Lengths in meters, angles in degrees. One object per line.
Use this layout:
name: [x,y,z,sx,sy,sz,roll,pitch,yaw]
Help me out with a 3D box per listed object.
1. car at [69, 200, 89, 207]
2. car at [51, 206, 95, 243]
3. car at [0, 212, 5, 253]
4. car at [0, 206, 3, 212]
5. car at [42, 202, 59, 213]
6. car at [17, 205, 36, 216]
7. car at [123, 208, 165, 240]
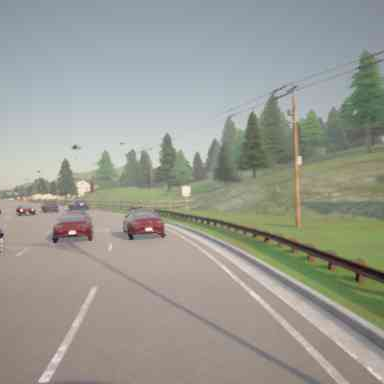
car: [-16.337,1.879,47.839,2.097,1.767,4.553,-2,0,-30]
car: [-6.153,1.724,17.548,1.812,1.442,4.674,-2,0,-16]
car: [-8.360,1.751,11.882,1.882,1.535,5.008,-1,0,-11]
car: [-28.214,2.446,47.398,1.812,1.442,4.674,-2,0,-30]
car: [-20.624,2.160,48.275,2.128,1.511,4.902,-2,0,-30]
car: [-21.308,2.294,42.656,1.895,1.301,4.718,-2,0,-31]
car: [-2.638,1.608,17.859,1.812,1.442,4.674,-2,0,-15]
